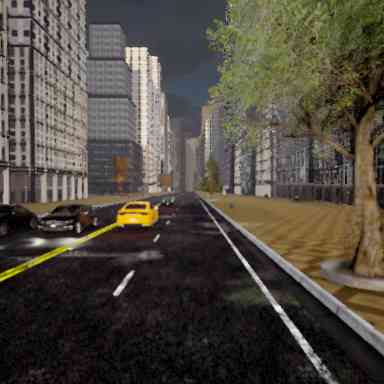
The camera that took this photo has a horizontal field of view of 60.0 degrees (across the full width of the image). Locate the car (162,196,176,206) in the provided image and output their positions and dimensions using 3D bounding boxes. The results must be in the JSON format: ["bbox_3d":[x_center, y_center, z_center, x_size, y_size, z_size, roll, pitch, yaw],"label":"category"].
[{"bbox_3d":[-3.158,1.230,45.871,1.895,1.301,4.718,0,0,0],"label":"car"}]

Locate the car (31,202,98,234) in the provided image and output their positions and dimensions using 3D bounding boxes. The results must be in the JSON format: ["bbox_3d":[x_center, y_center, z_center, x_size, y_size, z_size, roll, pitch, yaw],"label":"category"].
[{"bbox_3d":[-6.542,1.361,18.138,1.837,1.490,4.892,0,0,0],"label":"car"}]

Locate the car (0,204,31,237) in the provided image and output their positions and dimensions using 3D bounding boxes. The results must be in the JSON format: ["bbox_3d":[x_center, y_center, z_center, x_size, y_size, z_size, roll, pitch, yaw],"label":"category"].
[{"bbox_3d":[-9.797,1.387,17.364,1.812,1.442,4.674,0,0,0],"label":"car"}]

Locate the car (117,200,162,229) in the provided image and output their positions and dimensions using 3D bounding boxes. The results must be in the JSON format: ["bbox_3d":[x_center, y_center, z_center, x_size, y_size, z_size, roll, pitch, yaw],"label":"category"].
[{"bbox_3d":[-3.154,1.315,20.094,1.882,1.535,5.008,0,0,0],"label":"car"}]
